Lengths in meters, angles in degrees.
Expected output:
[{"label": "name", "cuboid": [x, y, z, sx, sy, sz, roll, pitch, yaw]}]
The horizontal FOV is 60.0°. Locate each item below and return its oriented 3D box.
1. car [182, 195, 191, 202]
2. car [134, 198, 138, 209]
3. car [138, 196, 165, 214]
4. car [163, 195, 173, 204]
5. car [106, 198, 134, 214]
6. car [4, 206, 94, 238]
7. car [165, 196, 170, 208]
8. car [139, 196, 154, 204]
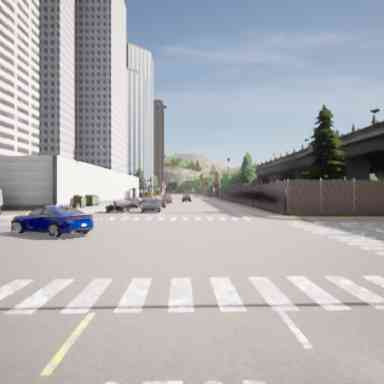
[{"label": "car", "cuboid": [-1.171, 1.383, 70.283, 1.837, 1.490, 4.892, 0, 0, -1]}, {"label": "car", "cuboid": [-7.875, 1.471, 44.692, 2.033, 1.411, 5.357, 0, 0, -1]}, {"label": "car", "cuboid": [-4.205, 1.444, 35.223, 1.837, 1.490, 4.892, 0, 0, -1]}, {"label": "car", "cuboid": [-4.599, 1.250, 59.792, 2.097, 1.767, 4.553, 0, 0, -1]}, {"label": "car", "cuboid": [-7.705, 1.540, 35.152, 1.895, 1.301, 4.718, 0, 0, -1]}, {"label": "car", "cuboid": [-7.472, 1.488, 17.653, 5.008, 1.535, 1.882, 0, -1, 30]}, {"label": "car", "cuboid": [-4.371, 1.525, 44.483, 1.895, 1.301, 4.718, 0, 0, -1]}, {"label": "car", "cuboid": [-8.088, 1.445, 60.045, 2.033, 1.411, 5.357, 0, 0, 0]}]
